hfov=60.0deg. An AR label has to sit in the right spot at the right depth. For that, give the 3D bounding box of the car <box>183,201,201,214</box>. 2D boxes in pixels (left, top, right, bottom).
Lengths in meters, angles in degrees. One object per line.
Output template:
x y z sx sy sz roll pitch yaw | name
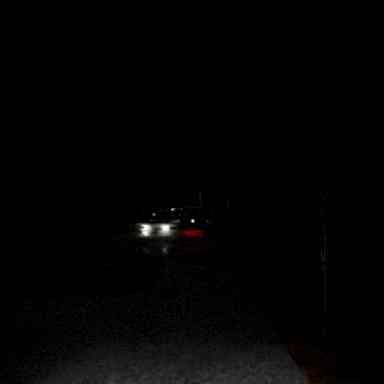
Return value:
-0.048 1.934 42.688 2.128 1.511 4.902 0 -1 0 | car

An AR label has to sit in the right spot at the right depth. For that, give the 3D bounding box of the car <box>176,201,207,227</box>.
0.048 1.645 24.196 1.837 1.490 4.892 0 0 0 | car

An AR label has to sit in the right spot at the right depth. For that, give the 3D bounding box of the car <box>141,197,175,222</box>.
-2.921 1.410 28.288 2.150 2.045 5.566 0 -1 0 | car

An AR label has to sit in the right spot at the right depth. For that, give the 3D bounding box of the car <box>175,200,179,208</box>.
-3.116 2.523 68.998 2.097 1.767 4.553 0 -2 -1 | car
